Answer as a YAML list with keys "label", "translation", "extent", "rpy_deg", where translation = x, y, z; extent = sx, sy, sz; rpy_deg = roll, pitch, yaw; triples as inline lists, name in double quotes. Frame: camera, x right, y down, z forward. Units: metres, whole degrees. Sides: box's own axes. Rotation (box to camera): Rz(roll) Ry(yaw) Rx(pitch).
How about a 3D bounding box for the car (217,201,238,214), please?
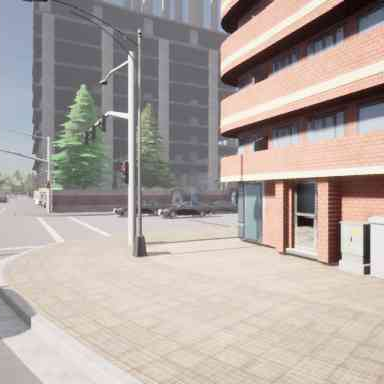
- label: "car"
  translation: [3.022, 1.619, 35.572]
  extent: [4.181, 1.385, 1.994]
  rpy_deg: [0, 0, -27]

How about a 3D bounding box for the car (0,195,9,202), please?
- label: "car"
  translation: [-42.448, 1.500, 74.912]
  extent: [1.837, 1.490, 4.892]
  rpy_deg: [0, 0, -27]

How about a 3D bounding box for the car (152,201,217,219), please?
- label: "car"
  translation: [-0.641, 1.547, 29.819]
  extent: [4.902, 1.511, 2.128]
  rpy_deg: [0, 0, -27]

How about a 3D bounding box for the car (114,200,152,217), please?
- label: "car"
  translation: [-4.945, 1.547, 31.578]
  extent: [4.902, 1.511, 2.128]
  rpy_deg: [0, 0, -27]

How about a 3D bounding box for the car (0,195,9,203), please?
- label: "car"
  translation: [-37.931, 1.595, 66.052]
  extent: [1.895, 1.301, 4.718]
  rpy_deg: [0, 0, -27]
